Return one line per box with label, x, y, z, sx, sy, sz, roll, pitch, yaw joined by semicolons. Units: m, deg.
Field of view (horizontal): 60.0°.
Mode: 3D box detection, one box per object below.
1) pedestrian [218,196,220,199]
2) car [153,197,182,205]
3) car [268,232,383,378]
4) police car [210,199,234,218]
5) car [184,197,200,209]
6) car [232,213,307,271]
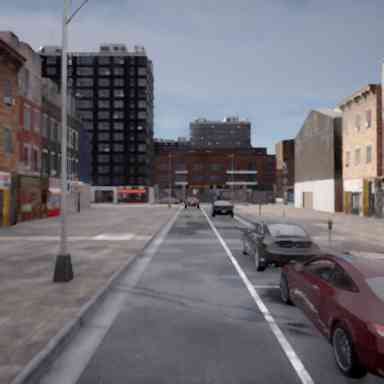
pedestrian;2.749;1.344;34.118;0.375;1.860;0.375;0;-1;0
car;-4.498;1.673;61.958;5.357;1.411;2.033;0;-1;14
car;2.643;1.587;5.242;1.802;1.307;4.206;0;0;0
police car;2.749;1.469;31.102;1.930;1.638;5.238;0;0;0
car;0.028;1.432;46.938;2.097;1.767;4.553;0;0;1
car;2.643;1.561;10.679;2.008;1.369;4.403;0;0;0
